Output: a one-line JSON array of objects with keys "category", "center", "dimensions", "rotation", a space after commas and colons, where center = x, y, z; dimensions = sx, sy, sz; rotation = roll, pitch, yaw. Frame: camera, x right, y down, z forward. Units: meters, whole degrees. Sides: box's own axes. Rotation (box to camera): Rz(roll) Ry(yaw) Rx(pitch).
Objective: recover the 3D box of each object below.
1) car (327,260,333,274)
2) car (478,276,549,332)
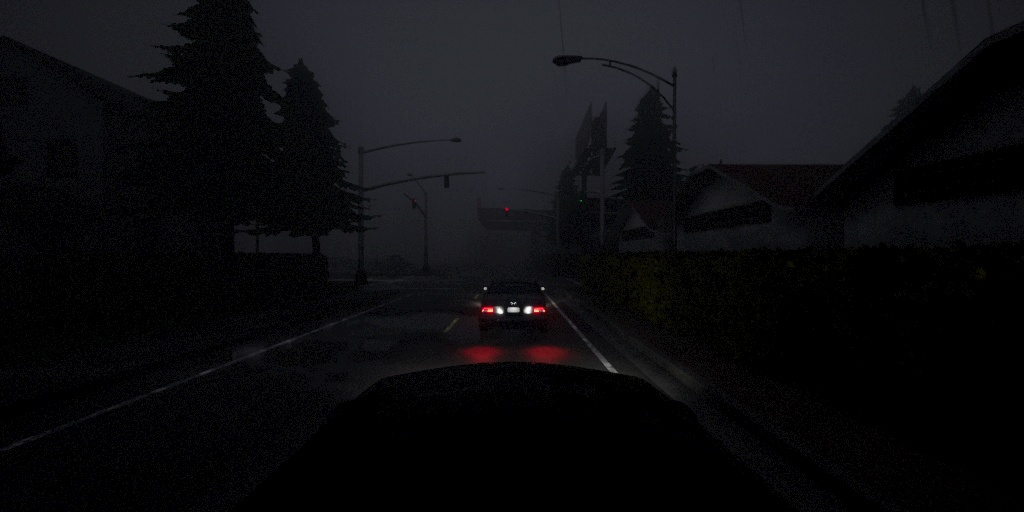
[{"category": "car", "center": [-16.125, 1.159, 26.297], "dimensions": [4.718, 1.301, 1.895], "rotation": [0, 0, 0]}, {"category": "car", "center": [0.058, 1.297, 10.837], "dimensions": [2.033, 1.411, 5.357], "rotation": [0, 0, 1]}]
